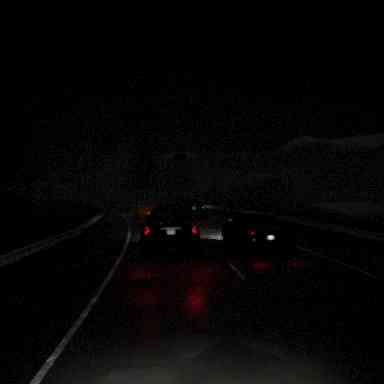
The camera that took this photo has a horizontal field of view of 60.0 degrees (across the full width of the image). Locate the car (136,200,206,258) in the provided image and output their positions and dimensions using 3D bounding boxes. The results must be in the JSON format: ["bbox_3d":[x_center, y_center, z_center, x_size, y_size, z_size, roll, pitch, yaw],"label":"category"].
[{"bbox_3d":[-0.934,1.348,13.077,2.097,1.767,4.553,0,0,-7],"label":"car"}]

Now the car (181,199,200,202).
[{"bbox_3d":[-0.344,1.342,28.756,2.097,1.767,4.553,0,0,-14],"label":"car"}]

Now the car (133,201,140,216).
[{"bbox_3d":[-4.084,1.473,29.259,1.882,1.535,5.008,0,0,-15],"label":"car"}]

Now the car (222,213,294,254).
[{"bbox_3d":[2.522,1.557,13.633,1.994,1.385,4.181,0,0,-7],"label":"car"}]
